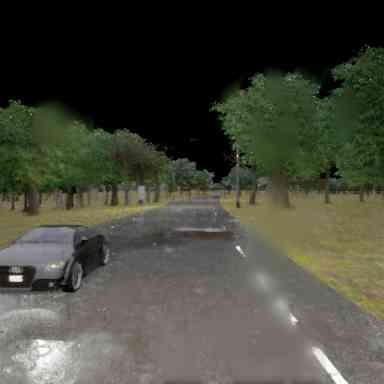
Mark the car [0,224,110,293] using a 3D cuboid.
[{"bbox_3d":[-3.543,1.559,8.711,1.994,1.385,4.181,0,0,1],"label":"car"}]
